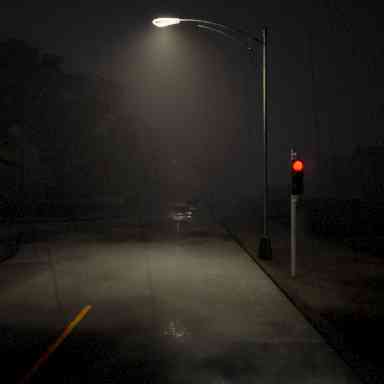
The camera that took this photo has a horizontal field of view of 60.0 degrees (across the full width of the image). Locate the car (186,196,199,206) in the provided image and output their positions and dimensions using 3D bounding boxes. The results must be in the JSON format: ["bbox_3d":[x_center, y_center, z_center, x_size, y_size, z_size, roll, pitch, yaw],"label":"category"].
[{"bbox_3d":[0.058,1.505,53.866,1.837,1.490,4.892,0,0,0],"label":"car"}]

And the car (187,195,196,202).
[{"bbox_3d":[-0.061,1.540,78.015,2.033,1.411,5.357,0,0,0],"label":"car"}]
